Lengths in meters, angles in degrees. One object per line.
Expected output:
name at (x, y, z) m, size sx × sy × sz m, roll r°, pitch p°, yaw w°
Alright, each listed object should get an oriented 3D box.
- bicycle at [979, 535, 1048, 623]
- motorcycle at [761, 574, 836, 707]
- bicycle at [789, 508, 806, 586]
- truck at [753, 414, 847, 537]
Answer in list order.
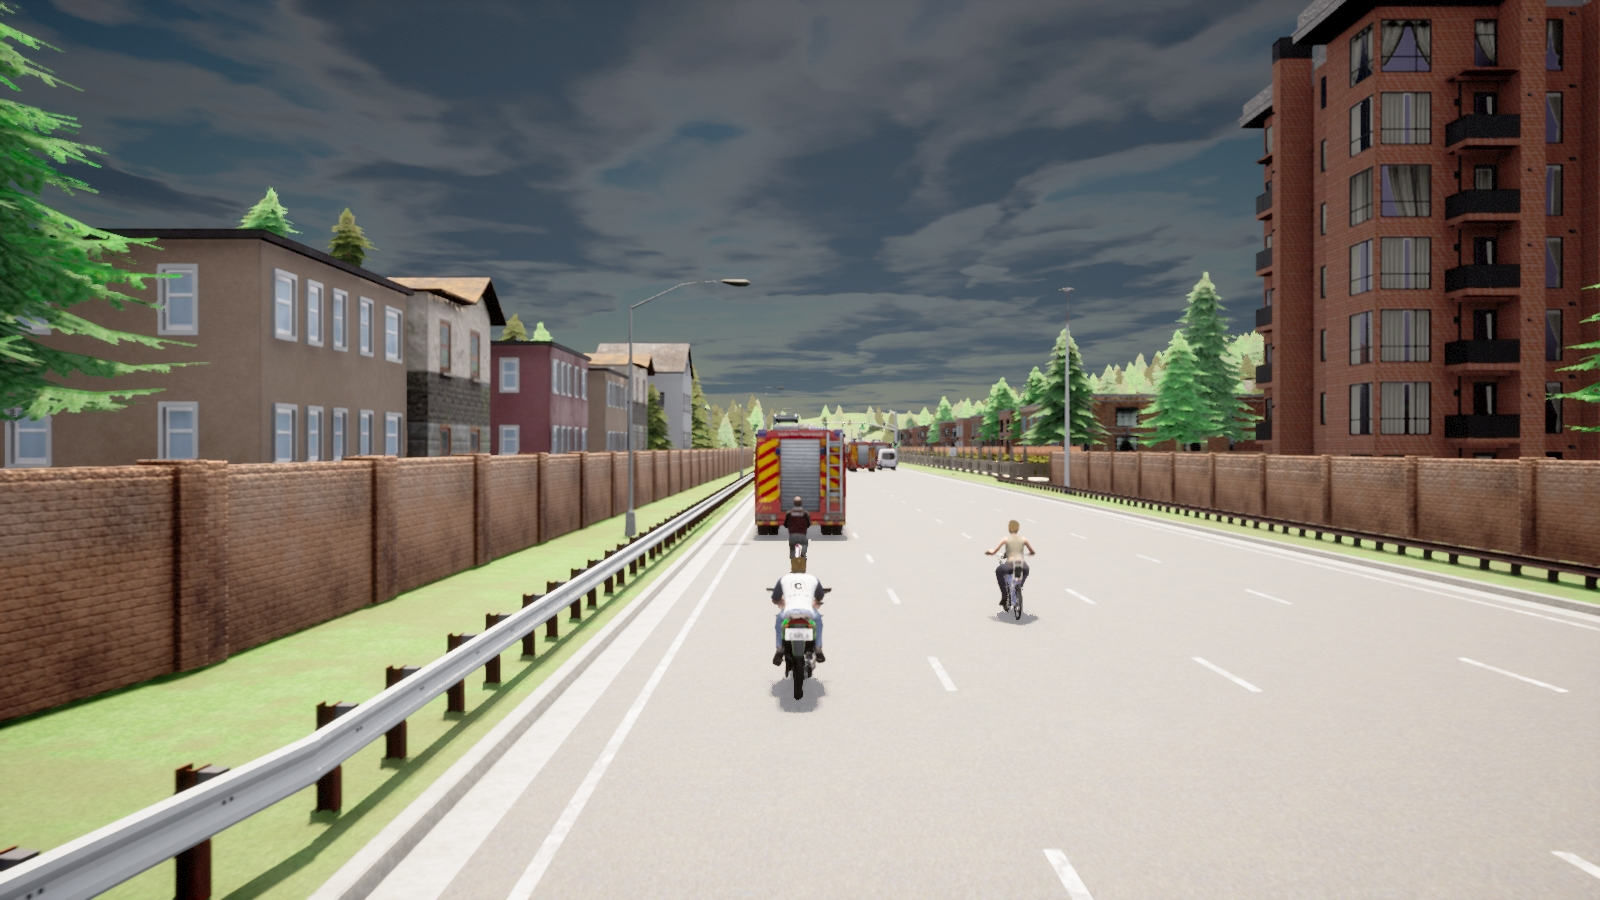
bicycle at (3.501, 2.104, 18.832) m, size 0.859 × 1.277 × 1.487 m, roll 0°, pitch 0°, yaw 0°
motorcycle at (-0.013, 2.147, 13.239) m, size 0.803 × 1.199 × 2.033 m, roll 0°, pitch 0°, yaw 0°
bicycle at (-0.051, 1.993, 23.848) m, size 0.329 × 1.471 × 1.835 m, roll 0°, pitch 0°, yaw 1°
truck at (-0.002, 0.781, 39.657) m, size 2.891 × 3.827 × 8.468 m, roll 0°, pitch 0°, yaw 0°
